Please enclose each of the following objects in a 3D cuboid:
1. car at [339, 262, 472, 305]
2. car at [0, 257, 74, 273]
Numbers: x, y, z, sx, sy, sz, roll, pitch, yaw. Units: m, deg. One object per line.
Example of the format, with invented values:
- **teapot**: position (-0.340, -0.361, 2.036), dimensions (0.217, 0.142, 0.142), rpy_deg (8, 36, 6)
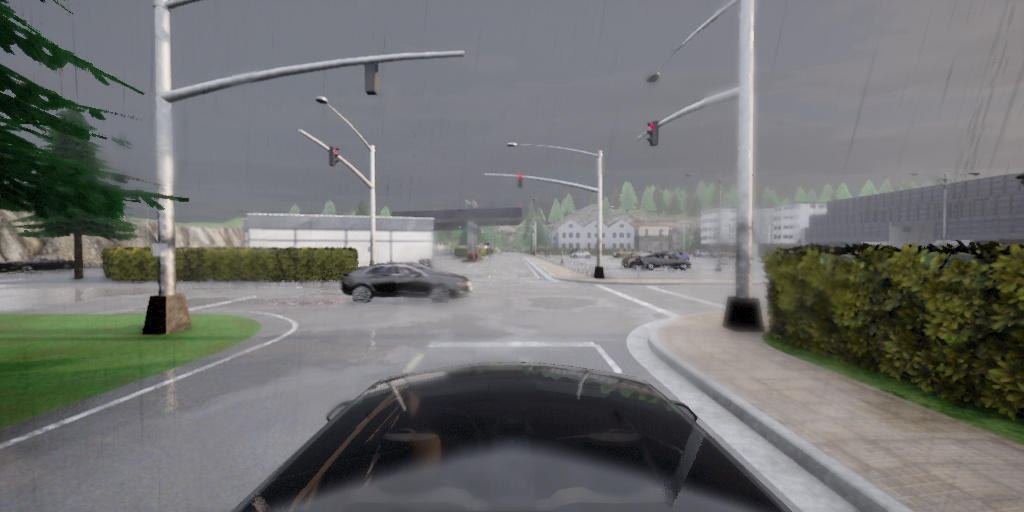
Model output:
- **car**: position (-4.028, 0.991, 13.841), dimensions (4.902, 1.511, 2.128), rpy_deg (0, 1, 2)
- **car**: position (-40.626, 0.750, 30.727), dimensions (1.895, 1.301, 4.718), rpy_deg (0, 1, -6)
